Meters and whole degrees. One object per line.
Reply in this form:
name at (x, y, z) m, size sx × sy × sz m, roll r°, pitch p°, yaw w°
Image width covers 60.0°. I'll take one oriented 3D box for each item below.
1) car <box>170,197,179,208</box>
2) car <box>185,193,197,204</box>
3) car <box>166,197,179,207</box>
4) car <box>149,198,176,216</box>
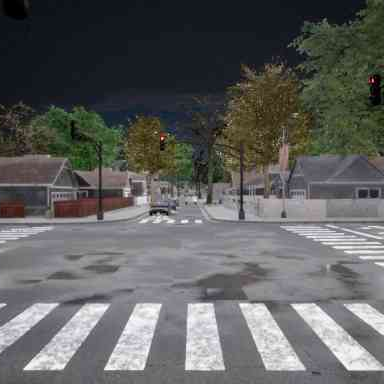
car at (-3.006, 1.594, 42.727) m, size 1.994 × 1.385 × 4.181 m, roll 0°, pitch 0°, yaw 0°
car at (-0.183, 1.278, 62.948) m, size 2.150 × 2.045 × 5.566 m, roll 0°, pitch 0°, yaw 0°
car at (-3.024, 1.568, 52.977) m, size 1.812 × 1.442 × 4.674 m, roll 0°, pitch 0°, yaw 0°
car at (-3.027, 1.567, 32.838) m, size 2.033 × 1.411 × 5.357 m, roll 0°, pitch 0°, yaw 0°
